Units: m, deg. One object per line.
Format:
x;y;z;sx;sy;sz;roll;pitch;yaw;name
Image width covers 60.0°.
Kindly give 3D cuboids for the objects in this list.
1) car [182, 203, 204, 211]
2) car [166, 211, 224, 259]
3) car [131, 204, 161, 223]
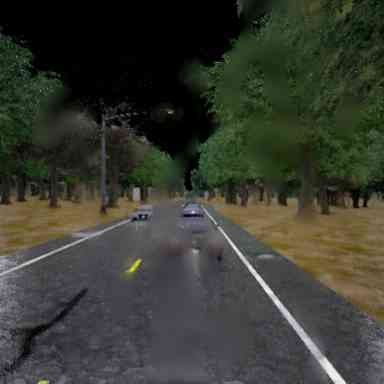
0.094;1.685;30.262;1.994;1.385;4.181;0;0;0;car
0.092;1.635;12.752;1.895;1.301;4.718;0;0;0;car
-3.599;1.664;26.565;1.994;1.385;4.181;0;0;0;car
